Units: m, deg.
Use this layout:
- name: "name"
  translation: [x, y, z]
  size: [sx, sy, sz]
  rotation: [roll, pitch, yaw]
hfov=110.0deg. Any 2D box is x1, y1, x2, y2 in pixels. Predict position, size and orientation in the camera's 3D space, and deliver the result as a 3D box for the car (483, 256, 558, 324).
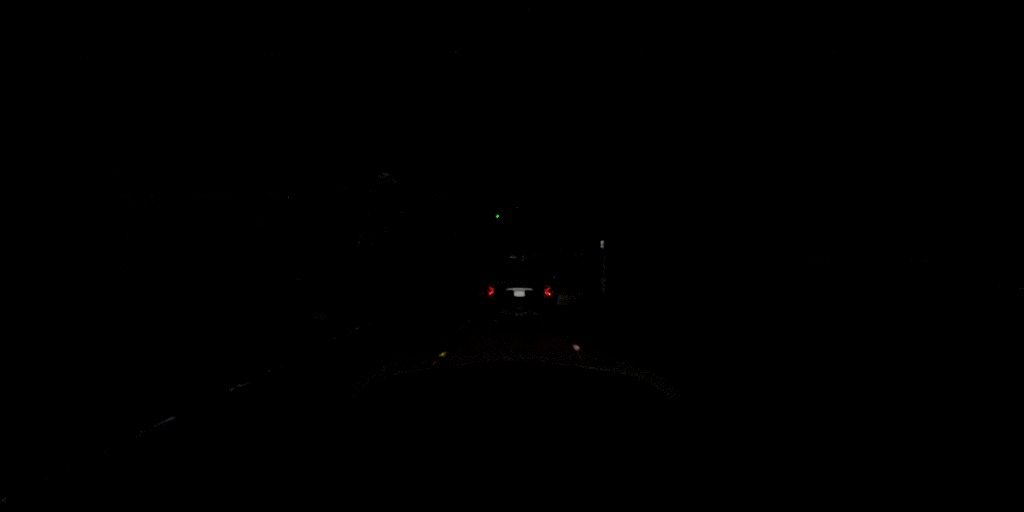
- name: "car"
  translation: [0.396, 1.020, 11.814]
  size: [2.097, 1.767, 4.553]
  rotation: [0, 0, 5]
